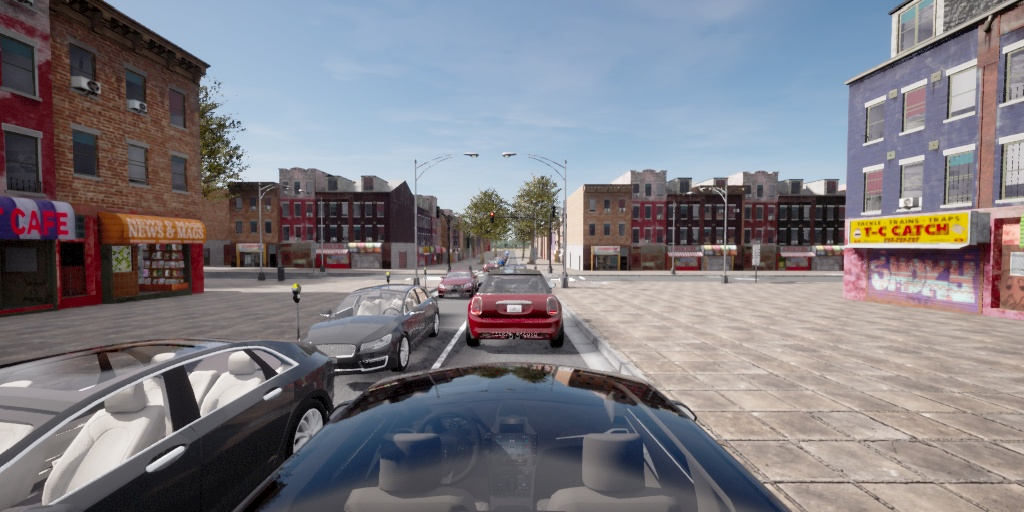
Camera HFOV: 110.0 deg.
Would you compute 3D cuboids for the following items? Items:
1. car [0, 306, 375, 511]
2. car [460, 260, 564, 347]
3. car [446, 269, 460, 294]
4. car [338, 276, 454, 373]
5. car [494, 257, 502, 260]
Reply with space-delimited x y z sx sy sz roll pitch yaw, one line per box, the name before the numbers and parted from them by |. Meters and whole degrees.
car | -2.640 1.300 1.998 2.007 1.370 4.403 0 0 0
car | 0.109 1.099 9.491 2.097 1.767 4.553 0 0 2
car | -2.617 1.332 18.340 1.802 1.307 4.207 0 0 0
car | -2.632 1.298 7.446 2.007 1.370 4.403 0 0 0
car | -2.578 1.233 45.116 1.967 1.591 4.097 0 0 0
